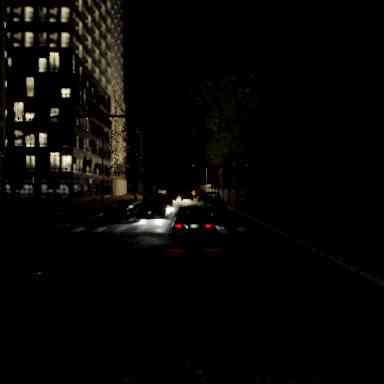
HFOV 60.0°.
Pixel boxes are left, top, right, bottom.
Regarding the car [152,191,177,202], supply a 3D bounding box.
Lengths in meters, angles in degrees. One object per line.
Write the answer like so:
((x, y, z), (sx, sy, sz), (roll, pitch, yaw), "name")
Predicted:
((-3.300, 0.978, 41.013), (2.128, 1.511, 4.902), (0, 1, -1), "car")

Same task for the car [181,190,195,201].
((-0.835, 0.643, 55.985), (2.097, 1.767, 4.553), (0, 1, -2), "car")

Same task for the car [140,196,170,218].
((-3.038, 1.243, 25.690), (1.994, 1.385, 4.181), (0, 1, -1), "car")

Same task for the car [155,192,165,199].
((-6.751, 0.698, 69.605), (1.802, 1.307, 4.206), (0, 1, -2), "car")

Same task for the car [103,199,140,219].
((-5.492, 1.238, 25.249), (2.008, 1.369, 4.403), (0, 1, -1), "car")

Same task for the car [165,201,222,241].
((0.033, 1.354, 15.510), (2.033, 1.411, 5.357), (0, 1, -1), "car")

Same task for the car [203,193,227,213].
((2.299, 1.132, 31.262), (1.752, 1.417, 4.829), (0, 1, -1), "car")

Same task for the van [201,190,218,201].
((2.201, 0.880, 36.633), (1.690, 1.788, 3.998), (0, 1, -1), "van")

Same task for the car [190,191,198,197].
((0.579, 0.410, 86.695), (1.752, 1.417, 4.829), (0, 1, -3), "car")

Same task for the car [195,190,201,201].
((1.803, 0.848, 53.432), (1.752, 1.417, 4.829), (0, 1, -2), "car")

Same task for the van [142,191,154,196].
((-6.066, 0.747, 47.422), (1.690, 1.788, 3.998), (0, 1, -1), "van")
